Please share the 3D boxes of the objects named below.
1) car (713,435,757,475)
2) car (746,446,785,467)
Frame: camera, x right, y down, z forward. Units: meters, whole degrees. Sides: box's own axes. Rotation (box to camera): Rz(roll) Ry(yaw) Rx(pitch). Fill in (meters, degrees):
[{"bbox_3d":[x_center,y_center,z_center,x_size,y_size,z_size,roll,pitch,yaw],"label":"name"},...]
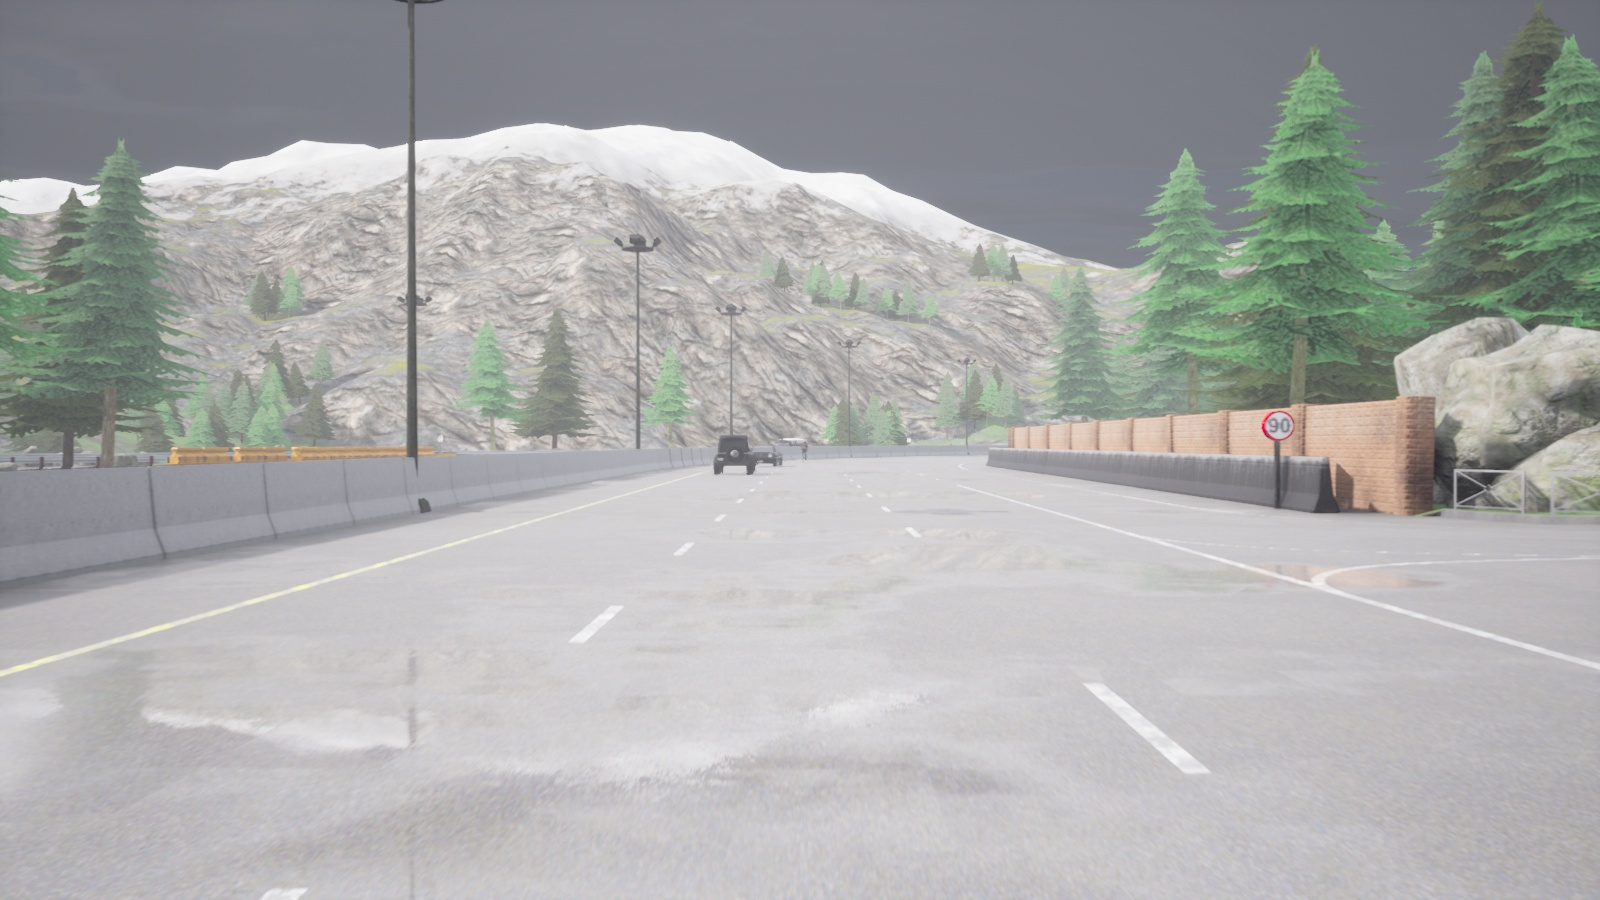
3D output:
[{"bbox_3d":[-3.138,0.198,60.838,1.905,1.878,3.866,0,1,0],"label":"car"},{"bbox_3d":[-2.165,0.395,79.893,1.895,1.301,4.718,0,0,6],"label":"car"}]
